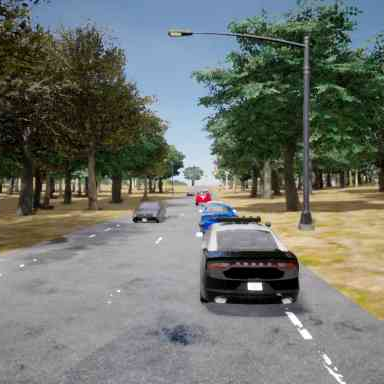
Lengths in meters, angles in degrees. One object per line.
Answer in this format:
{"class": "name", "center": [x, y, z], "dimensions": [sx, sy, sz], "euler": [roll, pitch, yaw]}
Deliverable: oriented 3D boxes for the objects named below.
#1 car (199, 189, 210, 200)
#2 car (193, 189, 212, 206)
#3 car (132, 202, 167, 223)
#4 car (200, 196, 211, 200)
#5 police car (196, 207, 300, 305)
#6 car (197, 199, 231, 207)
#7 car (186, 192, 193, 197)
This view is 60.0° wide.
{"class": "car", "center": [2.500, 0.466, 67.364], "dimensions": [2.150, 2.045, 5.566], "euler": [0, 1, 3]}
{"class": "car", "center": [1.624, 0.805, 46.168], "dimensions": [2.150, 2.045, 5.566], "euler": [0, 1, 3]}
{"class": "car", "center": [-2.978, 1.412, 24.315], "dimensions": [2.033, 1.411, 5.357], "euler": [0, 1, 2]}
{"class": "car", "center": [1.673, 1.315, 24.300], "dimensions": [1.801, 1.575, 5.366], "euler": [0, 1, 3]}
{"class": "police car", "center": [1.129, 1.409, 8.303], "dimensions": [1.930, 1.638, 5.238], "euler": [0, 0, 1]}
{"class": "car", "center": [1.408, 1.401, 18.132], "dimensions": [1.882, 1.535, 5.008], "euler": [0, 1, 2]}
{"class": "car", "center": [-0.406, 0.592, 79.948], "dimensions": [1.895, 1.301, 4.718], "euler": [0, 1, 3]}
